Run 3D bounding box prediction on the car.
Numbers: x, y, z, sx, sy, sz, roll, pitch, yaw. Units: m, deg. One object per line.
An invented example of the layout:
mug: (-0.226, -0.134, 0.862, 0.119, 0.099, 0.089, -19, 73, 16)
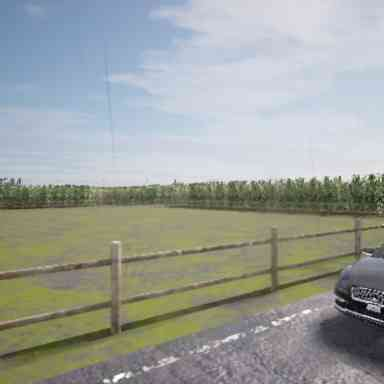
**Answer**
car: (4.678, 1.484, 6.316, 4.892, 1.490, 1.837, 0, 0, -35)
